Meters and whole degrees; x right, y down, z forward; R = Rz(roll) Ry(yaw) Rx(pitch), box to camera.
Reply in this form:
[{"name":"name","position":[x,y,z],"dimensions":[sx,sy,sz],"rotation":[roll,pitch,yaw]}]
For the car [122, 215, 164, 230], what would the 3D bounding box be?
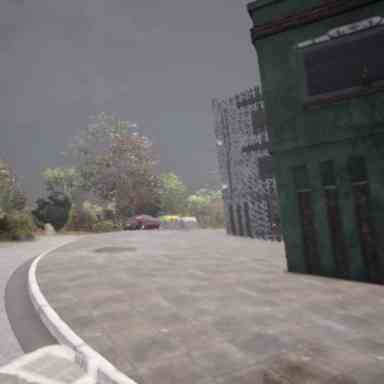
[{"name":"car","position":[-4.581,3.005,31.790],"dimensions":[1.882,1.535,5.008],"rotation":[-9,-10,26]}]
